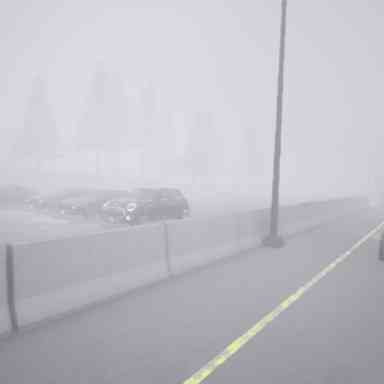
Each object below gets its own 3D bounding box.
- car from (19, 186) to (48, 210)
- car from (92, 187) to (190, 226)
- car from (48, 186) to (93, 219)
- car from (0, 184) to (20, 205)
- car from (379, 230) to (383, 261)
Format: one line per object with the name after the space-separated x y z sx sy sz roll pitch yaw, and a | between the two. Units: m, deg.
-7.339 0.351 20.539 2.033 1.411 5.357 4 3 35 | car
-2.078 0.552 15.850 2.097 1.767 4.553 4 3 35 | car
-4.701 0.549 18.218 2.033 1.411 5.357 4 3 35 | car
-11.555 0.212 20.634 1.994 1.385 4.181 4 3 35 | car
6.970 1.302 10.187 1.812 1.442 4.674 4 3 35 | car
